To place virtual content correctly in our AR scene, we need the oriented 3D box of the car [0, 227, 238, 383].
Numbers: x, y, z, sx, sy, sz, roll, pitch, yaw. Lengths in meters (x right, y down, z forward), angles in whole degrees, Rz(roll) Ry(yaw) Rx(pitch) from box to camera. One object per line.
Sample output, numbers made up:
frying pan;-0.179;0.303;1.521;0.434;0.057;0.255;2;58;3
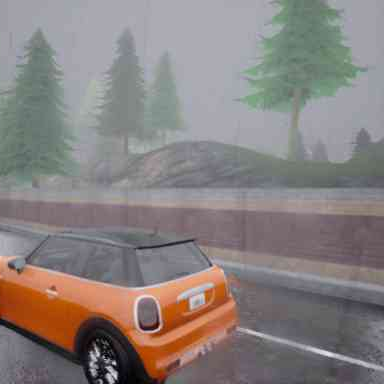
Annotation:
car;-1.620;1.352;5.377;4.553;1.767;2.097;0;0;37
